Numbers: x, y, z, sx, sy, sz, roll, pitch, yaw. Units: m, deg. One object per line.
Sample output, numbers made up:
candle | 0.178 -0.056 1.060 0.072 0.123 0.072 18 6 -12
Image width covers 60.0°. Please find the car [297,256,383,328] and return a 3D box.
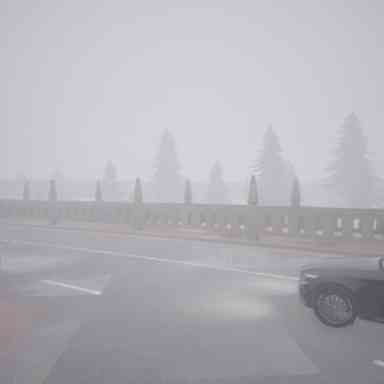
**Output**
car | 4.080 1.498 5.206 4.674 1.442 1.812 0 0 36

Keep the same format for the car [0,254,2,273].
car | -6.466 1.452 7.755 4.892 1.490 1.837 0 0 30
